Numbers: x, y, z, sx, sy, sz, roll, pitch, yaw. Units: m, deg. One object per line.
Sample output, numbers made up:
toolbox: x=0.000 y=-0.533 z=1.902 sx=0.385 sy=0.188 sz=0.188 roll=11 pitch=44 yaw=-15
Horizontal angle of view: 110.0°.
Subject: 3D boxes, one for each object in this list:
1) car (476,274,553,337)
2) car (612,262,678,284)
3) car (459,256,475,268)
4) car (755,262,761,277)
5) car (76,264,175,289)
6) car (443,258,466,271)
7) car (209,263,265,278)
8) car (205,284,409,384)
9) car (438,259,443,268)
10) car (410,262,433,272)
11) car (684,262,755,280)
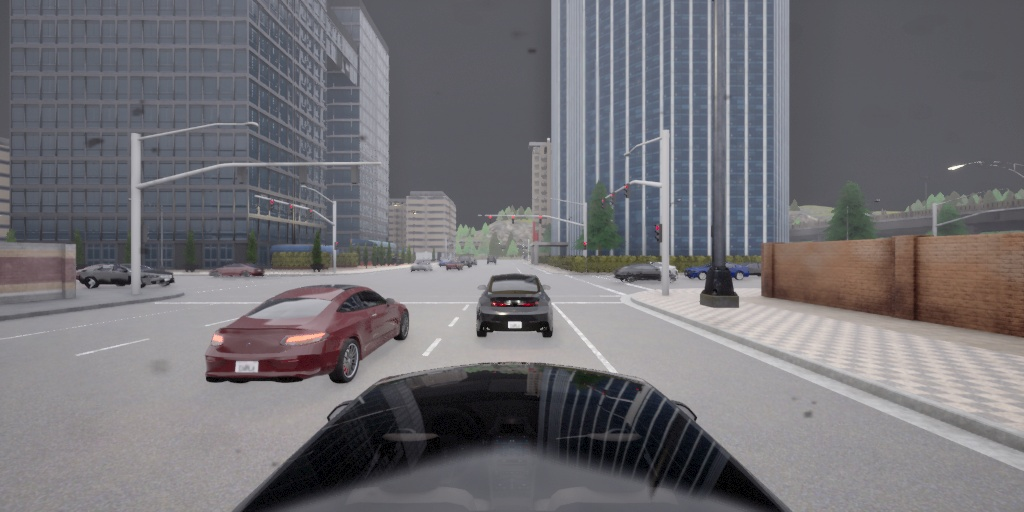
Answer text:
car: x=0.063 y=1.255 z=10.229 sx=1.837 sy=1.490 sz=4.892 roll=0 pitch=0 yaw=0
car: x=9.839 y=1.275 z=26.626 sx=4.674 sy=1.442 sz=1.812 roll=0 pitch=0 yaw=1
car: x=-8.071 y=0.970 z=60.842 sx=2.150 sy=2.045 sz=5.566 roll=0 pitch=0 yaw=-1
car: x=22.612 y=1.297 z=33.824 sx=5.357 sy=1.411 sz=2.033 roll=0 pitch=0 yaw=-1
car: x=-24.231 y=1.241 z=22.667 sx=4.902 sy=1.511 sz=2.128 roll=0 pitch=0 yaw=0
car: x=-7.915 y=1.351 z=49.646 sx=1.895 sy=1.301 sz=4.718 roll=0 pitch=0 yaw=-1
car: x=-25.514 y=1.314 z=33.372 sx=4.181 sy=1.385 sz=1.994 roll=0 pitch=0 yaw=0
car: x=-3.438 y=1.276 z=6.963 sx=1.812 sy=1.442 sz=4.674 roll=0 pitch=0 yaw=0
car: x=-11.590 y=1.227 z=62.498 sx=1.882 sy=1.535 sz=5.008 roll=0 pitch=0 yaw=-1
car: x=-11.361 y=1.351 z=45.164 sx=1.895 sy=1.301 sz=4.718 roll=0 pitch=0 yaw=0
car: x=17.208 y=1.228 z=30.276 sx=5.008 sy=1.535 sz=1.882 roll=0 pitch=0 yaw=-1
